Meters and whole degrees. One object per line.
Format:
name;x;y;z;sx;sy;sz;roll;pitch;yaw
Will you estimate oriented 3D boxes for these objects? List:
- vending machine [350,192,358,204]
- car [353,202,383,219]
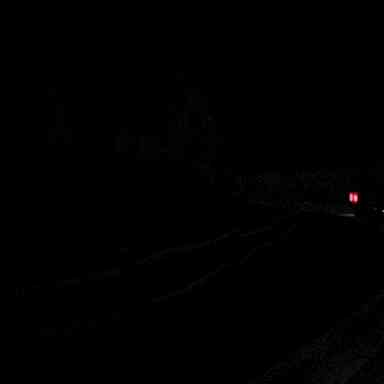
vending machine;30.295;1.104;62.246;1.100;2.100;0.880;0;0;-7
car;15.589;1.512;28.700;1.994;1.385;4.181;0;0;4
